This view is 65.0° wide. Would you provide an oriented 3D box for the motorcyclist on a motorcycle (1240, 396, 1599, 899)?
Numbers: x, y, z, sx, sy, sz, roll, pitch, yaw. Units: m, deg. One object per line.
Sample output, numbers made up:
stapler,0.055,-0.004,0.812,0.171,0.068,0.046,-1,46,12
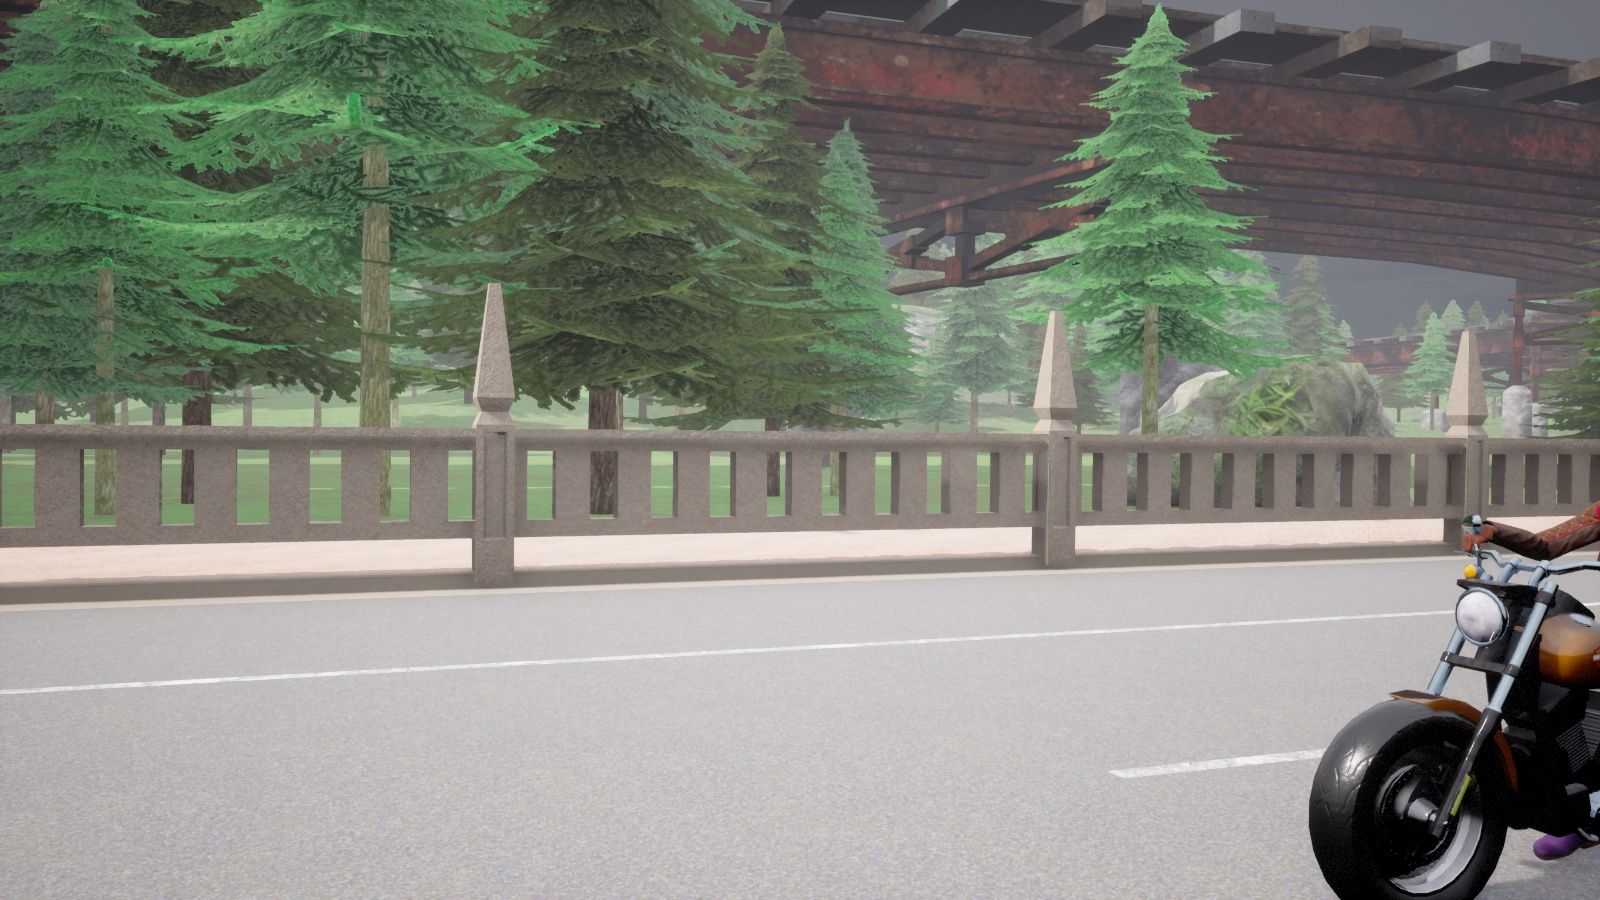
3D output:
motorcyclist on a motorcycle,2.716,0.650,4.271,2.350,1.649,0.766,-1,1,-21
